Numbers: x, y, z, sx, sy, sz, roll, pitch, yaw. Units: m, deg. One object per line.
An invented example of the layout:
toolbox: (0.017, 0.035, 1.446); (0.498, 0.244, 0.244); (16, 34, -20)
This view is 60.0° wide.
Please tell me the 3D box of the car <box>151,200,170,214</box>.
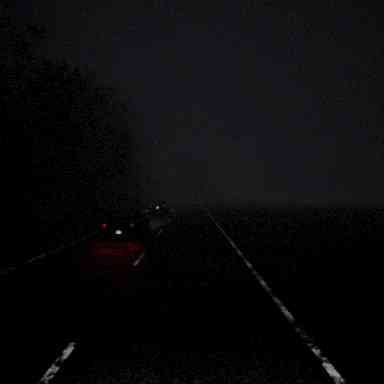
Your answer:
car: (-3.411, 1.528, 35.115); (1.994, 1.385, 4.181); (0, 0, 0)

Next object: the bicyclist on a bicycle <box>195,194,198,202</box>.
bicyclist on a bicycle: (0.944, 1.306, 64.440); (0.659, 1.776, 1.843); (0, 0, 0)

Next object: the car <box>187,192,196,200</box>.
car: (-0.026, 1.128, 90.246); (2.150, 2.045, 5.566); (0, 0, 0)

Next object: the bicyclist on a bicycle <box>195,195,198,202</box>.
bicyclist on a bicycle: (0.942, 1.379, 73.534); (0.582, 1.620, 1.656); (0, 0, 0)

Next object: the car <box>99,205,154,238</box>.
car: (-3.407, 1.582, 17.663); (1.895, 1.301, 4.718); (0, 0, 0)
